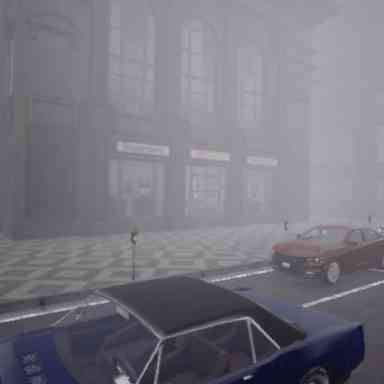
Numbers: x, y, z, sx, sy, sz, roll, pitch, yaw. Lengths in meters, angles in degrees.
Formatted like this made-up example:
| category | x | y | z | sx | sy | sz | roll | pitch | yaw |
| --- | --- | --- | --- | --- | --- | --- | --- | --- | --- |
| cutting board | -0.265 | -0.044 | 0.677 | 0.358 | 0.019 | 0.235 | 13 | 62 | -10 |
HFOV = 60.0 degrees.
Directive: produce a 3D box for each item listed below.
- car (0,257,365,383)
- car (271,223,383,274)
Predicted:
| category | x | y | z | sx | sy | sz | roll | pitch | yaw |
| --- | --- | --- | --- | --- | --- | --- | --- | --- | --- |
| car | -0.510 | 1.612 | 3.016 | 4.718 | 1.301 | 1.895 | 1 | 0 | -35 |
| car | 4.229 | 1.628 | 9.773 | 4.507 | 1.381 | 1.887 | 1 | 0 | -35 |
